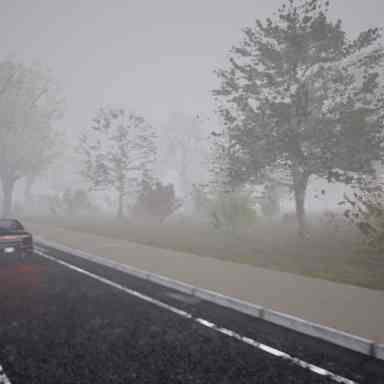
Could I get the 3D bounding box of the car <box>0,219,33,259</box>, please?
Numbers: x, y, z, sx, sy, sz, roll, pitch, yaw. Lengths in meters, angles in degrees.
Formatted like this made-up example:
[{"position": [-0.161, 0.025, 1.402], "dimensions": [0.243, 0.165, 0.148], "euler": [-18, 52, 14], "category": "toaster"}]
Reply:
[{"position": [-7.801, 1.812, 13.266], "dimensions": [2.128, 1.511, 4.902], "euler": [1, -2, -40], "category": "car"}]
